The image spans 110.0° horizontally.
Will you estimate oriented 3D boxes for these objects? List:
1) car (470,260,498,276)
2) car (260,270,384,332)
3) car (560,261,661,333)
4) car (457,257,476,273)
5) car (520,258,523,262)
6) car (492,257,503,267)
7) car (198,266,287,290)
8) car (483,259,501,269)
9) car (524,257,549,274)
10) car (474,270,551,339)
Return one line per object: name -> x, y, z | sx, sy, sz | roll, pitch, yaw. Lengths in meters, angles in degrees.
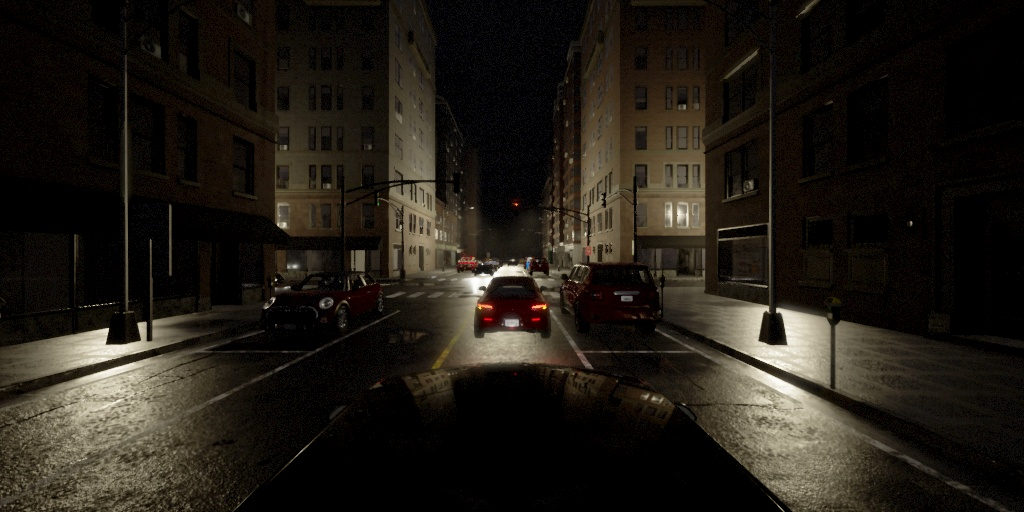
car -> -2.777, 1.349, 36.624 | 1.895, 1.301, 4.718 | 0, 0, 0
car -> -5.371, 1.189, 10.666 | 1.967, 1.591, 4.097 | 0, 0, 0
car -> 2.654, 1.064, 10.650 | 2.192, 1.841, 5.009 | 0, 0, 0
car -> -5.335, 1.062, 43.225 | 2.192, 1.841, 5.009 | 0, 0, 0
car -> 2.794, 1.060, 54.217 | 2.192, 1.841, 5.009 | 0, 0, 0
car -> -2.732, 1.293, 55.714 | 2.033, 1.411, 5.357 | 0, 0, 0
car -> -17.073, 1.362, 22.907 | 4.181, 1.385, 1.994 | 0, 0, 0
car -> -2.755, 1.347, 45.848 | 1.895, 1.301, 4.718 | 0, 0, 0
car -> 2.773, 1.062, 37.706 | 2.192, 1.841, 5.009 | 0, 0, 0
car -> 0.023, 1.275, 10.006 | 1.812, 1.442, 4.674 | 0, 0, 1
